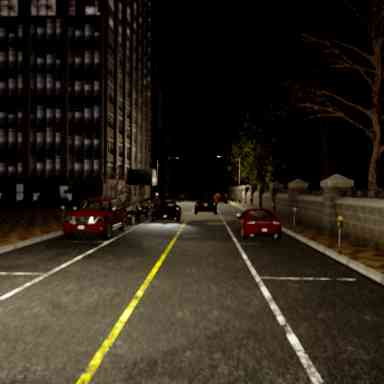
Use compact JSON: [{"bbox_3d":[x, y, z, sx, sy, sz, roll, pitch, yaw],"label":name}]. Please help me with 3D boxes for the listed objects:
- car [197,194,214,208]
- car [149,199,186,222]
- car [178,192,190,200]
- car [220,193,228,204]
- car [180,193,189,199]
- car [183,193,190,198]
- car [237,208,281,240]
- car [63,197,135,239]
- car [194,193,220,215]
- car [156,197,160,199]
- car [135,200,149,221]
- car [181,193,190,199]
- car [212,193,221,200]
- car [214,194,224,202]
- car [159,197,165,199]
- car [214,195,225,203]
[{"bbox_3d":[1.776,1.117,43.264,2.097,1.767,4.553,0,0,3],"label":"car"},{"bbox_3d":[-1.769,1.460,24.750,1.994,1.385,4.181,0,0,2],"label":"car"},{"bbox_3d":[-2.120,0.842,77.567,2.192,1.841,5.009,0,0,2],"label":"car"},{"bbox_3d":[4.827,1.029,55.147,2.192,1.841,5.009,0,0,2],"label":"car"},{"bbox_3d":[-1.890,1.058,83.092,1.947,1.339,4.313,0,0,2],"label":"car"},{"bbox_3d":[-1.427,1.003,94.136,1.802,1.307,4.206,0,0,2],"label":"car"},{"bbox_3d":[3.204,1.476,16.491,1.887,1.381,4.507,0,0,2],"label":"car"},{"bbox_3d":[-4.667,1.192,16.820,2.192,1.841,5.009,0,0,2],"label":"car"},{"bbox_3d":[1.343,1.182,31.955,2.097,1.767,4.553,0,0,3],"label":"car"},{"bbox_3d":[-4.206,1.368,27.866,2.008,1.369,4.403,0,0,2],"label":"car"},{"bbox_3d":[-4.437,1.399,22.343,2.008,1.369,4.403,0,0,2],"label":"car"},{"bbox_3d":[-1.658,1.007,88.614,2.008,1.369,4.403,0,0,2],"label":"car"},{"bbox_3d":[5.753,1.021,77.238,1.967,1.590,4.097,0,0,2],"label":"car"},{"bbox_3d":[5.296,1.173,66.364,1.752,1.417,4.829,0,0,2],"label":"car"},{"bbox_3d":[-3.750,1.282,38.741,1.752,1.417,4.829,0,0,2],"label":"car"},{"bbox_3d":[5.057,1.264,60.672,1.802,1.307,4.206,0,0,2],"label":"car"}]
